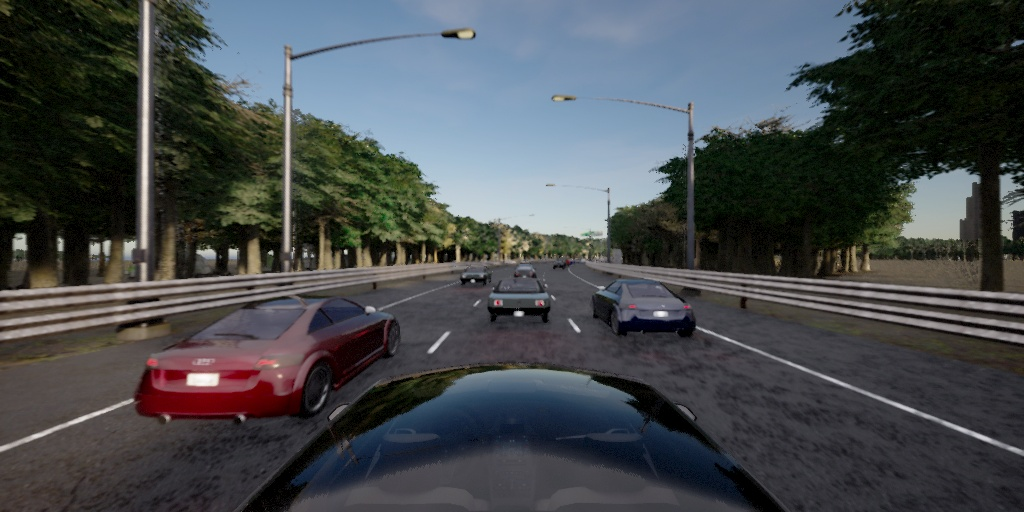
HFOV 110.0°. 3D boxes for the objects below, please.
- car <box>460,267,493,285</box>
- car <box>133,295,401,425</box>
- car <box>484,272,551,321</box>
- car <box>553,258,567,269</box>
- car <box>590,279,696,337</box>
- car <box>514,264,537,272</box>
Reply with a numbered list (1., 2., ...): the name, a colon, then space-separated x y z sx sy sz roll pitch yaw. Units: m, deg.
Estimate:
1. car: -2.597 1.470 27.270 1.895 1.301 4.718 0 0 3
2. car: -3.349 1.325 5.915 1.994 1.385 4.181 0 0 1
3. car: 0.258 1.407 12.670 1.895 1.301 4.718 0 0 1
4. car: 8.485 1.574 64.866 1.837 1.490 4.892 0 0 9
5. car: 3.605 1.370 10.584 1.994 1.385 4.181 0 0 1
6. car: 1.109 1.420 30.307 1.812 1.442 4.674 0 0 4
